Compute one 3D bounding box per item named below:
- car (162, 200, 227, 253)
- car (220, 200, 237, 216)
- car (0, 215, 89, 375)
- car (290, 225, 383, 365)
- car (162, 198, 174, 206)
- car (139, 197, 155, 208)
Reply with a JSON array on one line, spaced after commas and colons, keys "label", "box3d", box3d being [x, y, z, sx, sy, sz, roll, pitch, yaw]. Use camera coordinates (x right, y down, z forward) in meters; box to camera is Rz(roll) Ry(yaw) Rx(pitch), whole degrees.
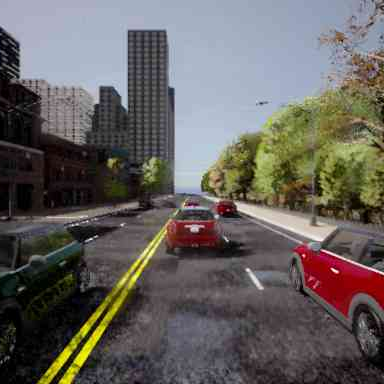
[{"label": "car", "box3d": [0.093, 1.373, 13.957, 2.097, 1.767, 4.553, 0, 0, 0]}, {"label": "car", "box3d": [3.339, 1.528, 33.196, 1.882, 1.535, 5.008, 0, 0, 0]}, {"label": "car", "box3d": [-3.352, 1.361, 5.530, 2.097, 1.767, 4.553, 0, 0, 0]}, {"label": "car", "box3d": [3.347, 1.362, 6.008, 2.097, 1.767, 4.553, 0, 0, 0]}, {"label": "car", "box3d": [-3.317, 1.635, 49.369, 1.994, 1.385, 4.181, 0, 0, 1]}, {"label": "car", "box3d": [-6.572, 1.548, 48.618, 1.882, 1.535, 5.008, 0, 0, 0]}]
